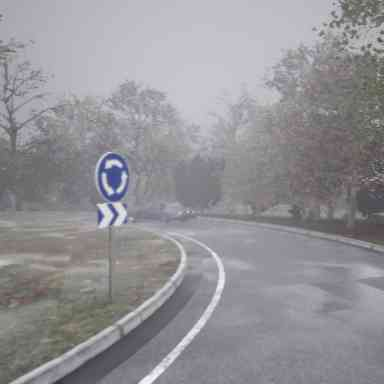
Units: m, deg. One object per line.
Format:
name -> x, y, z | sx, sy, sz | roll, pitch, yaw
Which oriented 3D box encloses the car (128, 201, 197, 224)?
car -> -2.173, 1.277, 22.134 | 5.357, 1.411, 2.033 | 1, 1, 41
